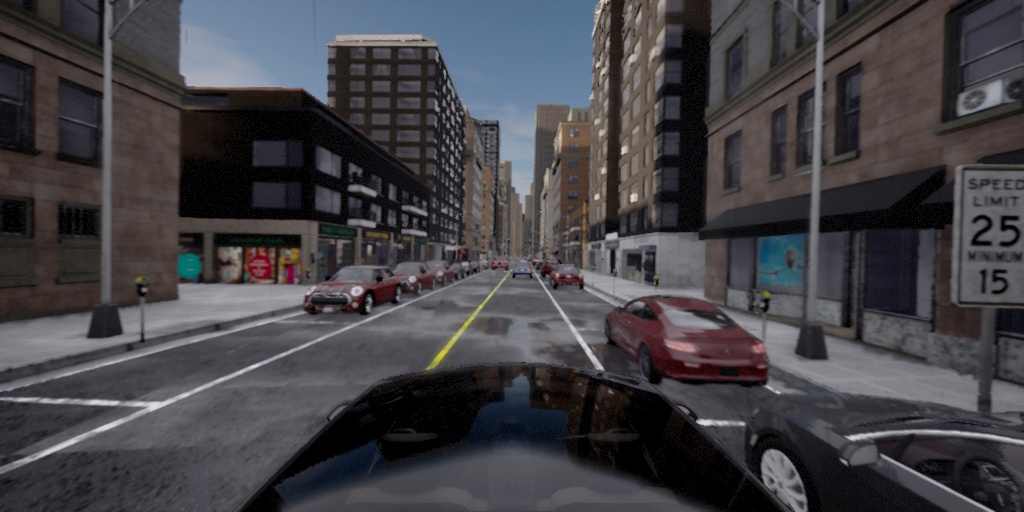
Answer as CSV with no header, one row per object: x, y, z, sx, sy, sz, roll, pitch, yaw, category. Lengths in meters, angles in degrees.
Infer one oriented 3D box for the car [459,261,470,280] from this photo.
-4.889,1.188,29.206,1.948,1.339,4.313,0,0,2,car

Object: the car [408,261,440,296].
-5.229,1.064,18.151,1.967,1.591,4.097,0,0,2,car

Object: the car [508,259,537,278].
1.001,1.290,33.854,2.033,1.411,5.357,1,0,2,car

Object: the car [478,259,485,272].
-4.549,1.187,40.262,1.948,1.339,4.313,0,0,2,car

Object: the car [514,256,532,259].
1.502,1.219,49.841,1.882,1.535,5.008,1,0,2,car

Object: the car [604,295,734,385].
2.951,1.388,6.858,1.802,1.307,4.207,0,0,2,car

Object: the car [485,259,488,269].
-4.209,1.171,51.319,2.007,1.370,4.403,0,0,2,car

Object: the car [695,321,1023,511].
2.781,1.359,1.331,2.007,1.370,4.403,0,0,2,car

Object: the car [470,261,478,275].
-4.719,1.204,34.734,1.802,1.307,4.207,0,0,2,car

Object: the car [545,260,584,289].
3.461,1.242,23.437,1.967,1.591,4.097,0,0,2,car

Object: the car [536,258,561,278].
3.801,1.115,34.490,2.192,1.841,5.009,0,0,2,car

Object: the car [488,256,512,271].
-1.579,0.989,49.386,2.150,2.045,5.566,1,0,2,car

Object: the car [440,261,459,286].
-5.059,1.063,23.678,1.967,1.591,4.097,0,0,2,car

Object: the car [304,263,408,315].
-5.399,1.065,12.622,1.967,1.591,4.097,0,0,2,car
